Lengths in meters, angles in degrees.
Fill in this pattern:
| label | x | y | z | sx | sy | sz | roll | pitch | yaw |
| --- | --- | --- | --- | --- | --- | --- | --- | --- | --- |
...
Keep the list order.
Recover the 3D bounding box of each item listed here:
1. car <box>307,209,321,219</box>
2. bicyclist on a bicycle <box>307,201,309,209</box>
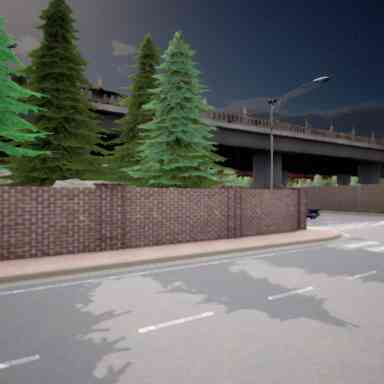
| label | x | y | z | sx | sy | sz | roll | pitch | yaw |
| --- | --- | --- | --- | --- | --- | --- | --- | --- | --- |
| car | 9.088 | 1.773 | 29.966 | 1.895 | 1.301 | 4.718 | 0 | 0 | -34 |
| bicyclist on a bicycle | 14.213 | 1.526 | 41.986 | 1.656 | 1.620 | 0.582 | 0 | 0 | -34 |
